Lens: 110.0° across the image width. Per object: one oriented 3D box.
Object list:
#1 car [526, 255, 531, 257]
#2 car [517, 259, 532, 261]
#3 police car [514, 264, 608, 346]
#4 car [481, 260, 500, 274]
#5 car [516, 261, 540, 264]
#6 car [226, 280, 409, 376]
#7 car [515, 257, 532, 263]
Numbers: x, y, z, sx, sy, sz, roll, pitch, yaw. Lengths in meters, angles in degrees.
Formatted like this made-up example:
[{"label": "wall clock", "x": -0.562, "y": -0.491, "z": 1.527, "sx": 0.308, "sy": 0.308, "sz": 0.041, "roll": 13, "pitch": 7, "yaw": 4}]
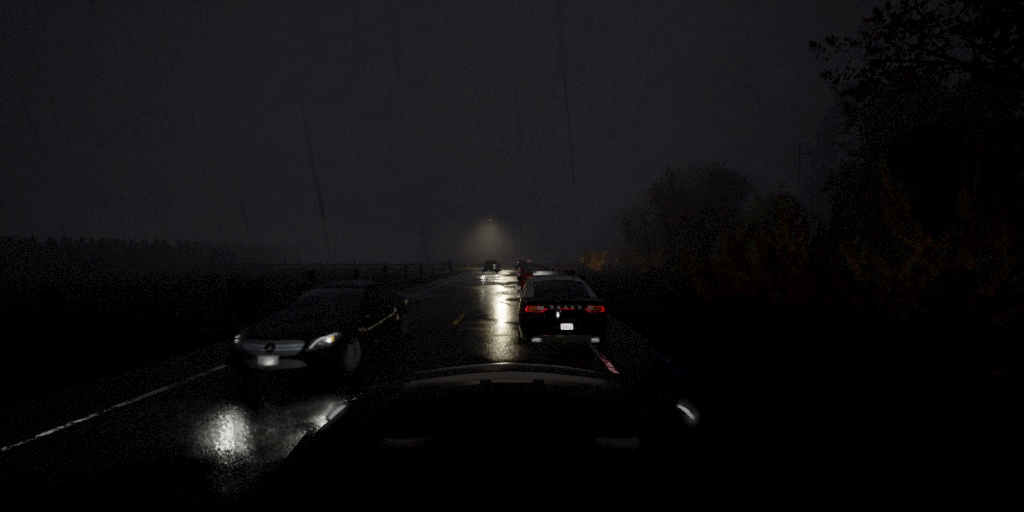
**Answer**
[{"label": "car", "x": 2.150, "y": 1.062, "z": 61.096, "sx": 2.097, "sy": 1.767, "sz": 4.553, "roll": 0, "pitch": 0, "yaw": 4}, {"label": "car", "x": 1.421, "y": 1.219, "z": 25.410, "sx": 1.882, "sy": 1.535, "sz": 5.008, "roll": 0, "pitch": 0, "yaw": 2}, {"label": "police car", "x": 1.098, "y": 1.173, "z": 9.576, "sx": 1.930, "sy": 1.638, "sz": 5.238, "roll": 0, "pitch": 0, "yaw": 1}, {"label": "car", "x": -2.439, "y": 1.231, "z": 41.619, "sx": 1.837, "sy": 1.490, "sz": 4.892, "roll": 0, "pitch": 1, "yaw": 3}, {"label": "car", "x": 1.265, "y": 1.222, "z": 19.432, "sx": 1.882, "sy": 1.535, "sz": 5.008, "roll": 0, "pitch": 0, "yaw": 1}, {"label": "car", "x": -3.552, "y": 1.274, "z": 7.591, "sx": 1.812, "sy": 1.442, "sz": 4.674, "roll": 0, "pitch": 0, "yaw": 1}, {"label": "car", "x": 1.444, "y": 1.228, "z": 49.164, "sx": 1.837, "sy": 1.490, "sz": 4.892, "roll": 0, "pitch": 0, "yaw": 4}]
